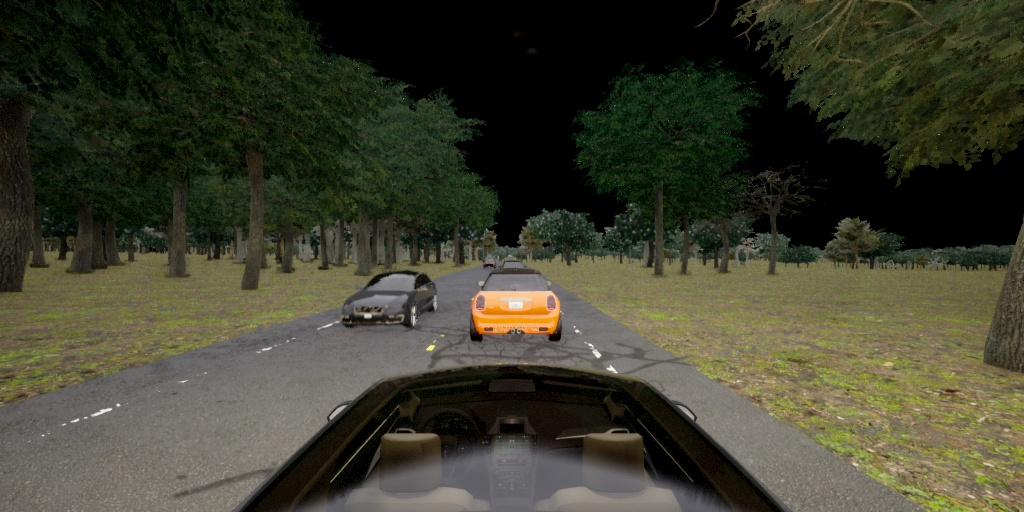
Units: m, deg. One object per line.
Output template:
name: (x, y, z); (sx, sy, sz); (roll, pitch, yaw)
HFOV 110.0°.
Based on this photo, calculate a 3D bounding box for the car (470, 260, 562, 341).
car: (0.082, 1.102, 10.016); (2.097, 1.767, 4.553); (0, 0, 0)

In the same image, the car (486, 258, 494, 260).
car: (-3.642, 1.180, 59.413); (2.097, 1.767, 4.553); (0, 0, 0)

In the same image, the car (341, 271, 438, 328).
car: (-3.622, 1.255, 11.428); (1.837, 1.490, 4.892); (0, 0, 0)

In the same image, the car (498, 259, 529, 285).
car: (0.043, 1.103, 26.753); (2.097, 1.767, 4.553); (0, 0, -1)
